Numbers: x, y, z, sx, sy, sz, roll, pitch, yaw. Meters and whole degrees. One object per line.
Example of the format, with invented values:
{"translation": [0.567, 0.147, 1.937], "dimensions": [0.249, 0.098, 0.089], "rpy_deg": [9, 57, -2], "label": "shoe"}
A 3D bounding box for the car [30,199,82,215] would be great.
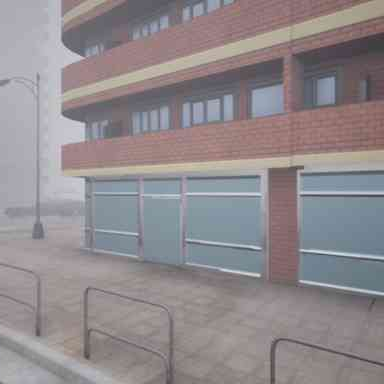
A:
{"translation": [-14.419, 1.499, 35.459], "dimensions": [1.837, 1.490, 4.892], "rpy_deg": [0, 0, 36], "label": "car"}

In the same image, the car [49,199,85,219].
{"translation": [-9.746, 1.500, 29.703], "dimensions": [1.837, 1.490, 4.892], "rpy_deg": [0, 0, 36], "label": "car"}

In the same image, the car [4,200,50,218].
{"translation": [-14.135, 1.595, 29.923], "dimensions": [1.895, 1.301, 4.718], "rpy_deg": [0, 0, 36], "label": "car"}
